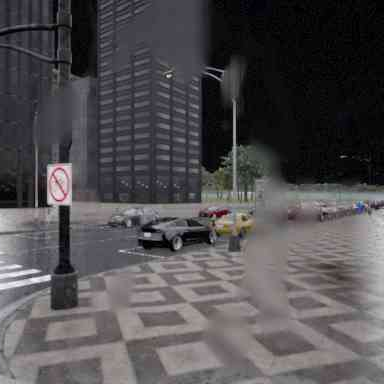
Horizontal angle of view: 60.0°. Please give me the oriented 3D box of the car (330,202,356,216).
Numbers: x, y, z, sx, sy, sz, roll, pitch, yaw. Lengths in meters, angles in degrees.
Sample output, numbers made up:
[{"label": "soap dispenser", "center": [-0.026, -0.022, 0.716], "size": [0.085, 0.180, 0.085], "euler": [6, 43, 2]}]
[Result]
[{"label": "car", "center": [19.095, 2.303, 42.447], "size": [1.887, 1.381, 4.507], "euler": [-1, -2, 35]}]

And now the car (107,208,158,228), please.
[{"label": "car", "center": [-4.219, 1.839, 24.421], "size": [2.008, 1.369, 4.403], "euler": [-1, -1, 35]}]

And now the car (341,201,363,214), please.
[{"label": "car", "center": [22.370, 2.293, 47.046], "size": [1.967, 1.590, 4.097], "euler": [-1, -2, 35]}]

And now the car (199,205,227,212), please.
[{"label": "car", "center": [2.331, 2.014, 33.613], "size": [1.887, 1.381, 4.507], "euler": [-1, -2, 35]}]

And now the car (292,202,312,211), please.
[{"label": "car", "center": [18.707, 2.492, 56.591], "size": [2.008, 1.369, 4.403], "euler": [-1, -2, 35]}]

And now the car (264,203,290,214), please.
[{"label": "car", "center": [12.156, 2.303, 47.399], "size": [2.008, 1.369, 4.403], "euler": [-1, -2, 35]}]

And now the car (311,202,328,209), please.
[{"label": "car", "center": [25.258, 2.671, 65.783], "size": [1.887, 1.381, 4.507], "euler": [-1, -2, 35]}]

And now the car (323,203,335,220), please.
[{"label": "car", "center": [12.544, 2.113, 33.255], "size": [1.887, 1.381, 4.507], "euler": [-1, -2, 35]}]

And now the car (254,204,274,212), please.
[{"label": "car", "center": [8.881, 2.207, 42.804], "size": [2.008, 1.369, 4.403], "euler": [-1, -2, 35]}]

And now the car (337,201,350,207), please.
[{"label": "car", "center": [38.360, 3.035, 84.166], "size": [2.008, 1.369, 4.403], "euler": [-1, -1, 35]}]

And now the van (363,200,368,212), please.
[{"label": "van", "center": [25.646, 2.288, 51.644], "size": [1.690, 1.788, 3.998], "euler": [-1, -2, 35]}]

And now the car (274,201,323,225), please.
[{"label": "car", "center": [9.268, 1.790, 28.665], "size": [2.192, 1.841, 5.009], "euler": [-1, -2, 35]}]

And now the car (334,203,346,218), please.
[{"label": "car", "center": [15.823, 2.245, 37.856], "size": [1.802, 1.307, 4.206], "euler": [-1, -2, 36]}]

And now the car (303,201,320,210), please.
[{"label": "car", "center": [21.982, 2.474, 61.189], "size": [1.967, 1.590, 4.097], "euler": [-1, -2, 35]}]

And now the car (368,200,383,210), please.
[{"label": "car", "center": [35.473, 2.538, 65.433], "size": [2.192, 1.841, 5.009], "euler": [-1, -2, 35]}]

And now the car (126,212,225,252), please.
[{"label": "car", "center": [-0.557, 1.773, 14.872], "size": [1.947, 1.339, 4.313], "euler": [-1, -2, 35]}]

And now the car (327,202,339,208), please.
[{"label": "car", "center": [31.809, 2.889, 74.974], "size": [1.802, 1.307, 4.206], "euler": [-1, -2, 35]}]

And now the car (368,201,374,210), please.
[{"label": "car", "center": [28.922, 2.591, 56.235], "size": [2.008, 1.369, 4.403], "euler": [-1, -2, 35]}]

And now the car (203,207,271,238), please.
[{"label": "car", "center": [2.816, 1.823, 19.606], "size": [1.752, 1.417, 4.829], "euler": [-1, -2, 35]}]
